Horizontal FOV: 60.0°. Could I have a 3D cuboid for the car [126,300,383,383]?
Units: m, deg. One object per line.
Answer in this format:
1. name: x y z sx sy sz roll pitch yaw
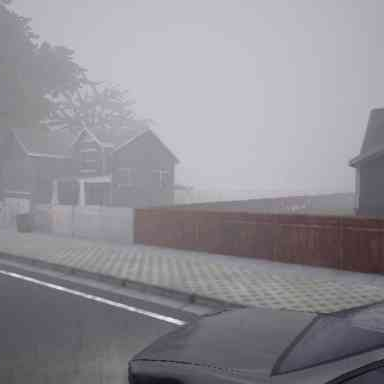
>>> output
1. car: 1.949 1.531 2.172 5.357 1.411 2.033 0 0 36
